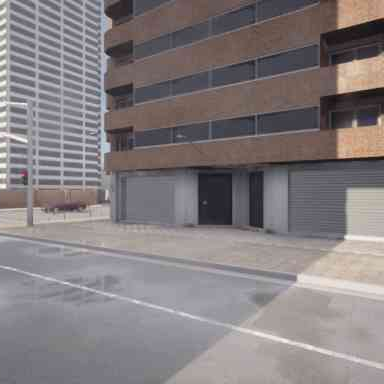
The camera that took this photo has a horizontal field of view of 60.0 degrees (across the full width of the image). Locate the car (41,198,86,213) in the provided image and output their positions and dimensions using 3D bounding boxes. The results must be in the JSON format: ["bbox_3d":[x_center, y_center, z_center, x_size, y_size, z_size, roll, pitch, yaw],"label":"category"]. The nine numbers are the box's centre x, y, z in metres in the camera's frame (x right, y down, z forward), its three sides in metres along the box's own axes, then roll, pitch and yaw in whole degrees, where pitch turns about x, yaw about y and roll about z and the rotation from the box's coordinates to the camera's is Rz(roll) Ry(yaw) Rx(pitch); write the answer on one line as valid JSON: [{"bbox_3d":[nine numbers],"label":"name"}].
[{"bbox_3d":[-14.164,1.477,36.945,1.882,1.535,5.008,0,0,35],"label":"car"}]
